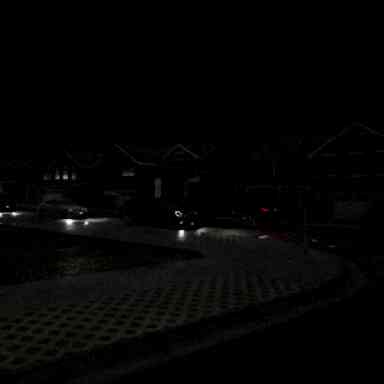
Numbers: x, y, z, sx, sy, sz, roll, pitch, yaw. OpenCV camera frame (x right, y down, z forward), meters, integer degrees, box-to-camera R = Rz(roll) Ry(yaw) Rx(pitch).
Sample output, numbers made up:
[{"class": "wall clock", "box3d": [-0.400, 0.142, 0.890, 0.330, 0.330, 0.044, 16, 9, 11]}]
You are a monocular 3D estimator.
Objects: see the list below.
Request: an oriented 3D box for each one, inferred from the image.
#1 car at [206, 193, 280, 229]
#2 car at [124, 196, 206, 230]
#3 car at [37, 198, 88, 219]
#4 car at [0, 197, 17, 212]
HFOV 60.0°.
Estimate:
[{"class": "car", "box3d": [2.529, 1.058, 20.404, 5.566, 2.045, 2.150, 1, 0, 34]}, {"class": "car", "box3d": [-1.822, 1.157, 19.691, 4.553, 1.767, 2.097, 1, 1, 35]}, {"class": "car", "box3d": [-9.891, 1.209, 25.238, 4.674, 1.442, 1.812, 1, 1, 35]}, {"class": "car", "box3d": [-18.158, 1.121, 30.921, 4.181, 1.385, 1.994, 1, 1, 34]}]
